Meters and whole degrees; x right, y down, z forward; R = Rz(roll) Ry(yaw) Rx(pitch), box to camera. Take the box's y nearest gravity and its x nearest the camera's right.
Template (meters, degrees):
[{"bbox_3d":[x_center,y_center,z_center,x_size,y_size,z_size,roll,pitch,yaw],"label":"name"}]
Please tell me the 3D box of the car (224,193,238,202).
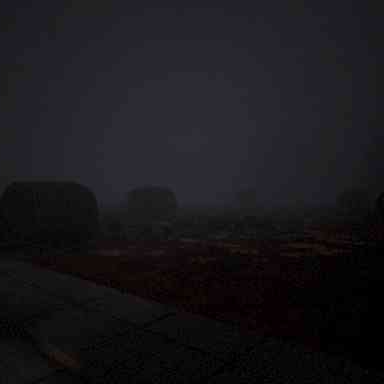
[{"bbox_3d":[9.127,1.153,73.545,3.866,1.878,1.905,-2,6,-6],"label":"car"}]
